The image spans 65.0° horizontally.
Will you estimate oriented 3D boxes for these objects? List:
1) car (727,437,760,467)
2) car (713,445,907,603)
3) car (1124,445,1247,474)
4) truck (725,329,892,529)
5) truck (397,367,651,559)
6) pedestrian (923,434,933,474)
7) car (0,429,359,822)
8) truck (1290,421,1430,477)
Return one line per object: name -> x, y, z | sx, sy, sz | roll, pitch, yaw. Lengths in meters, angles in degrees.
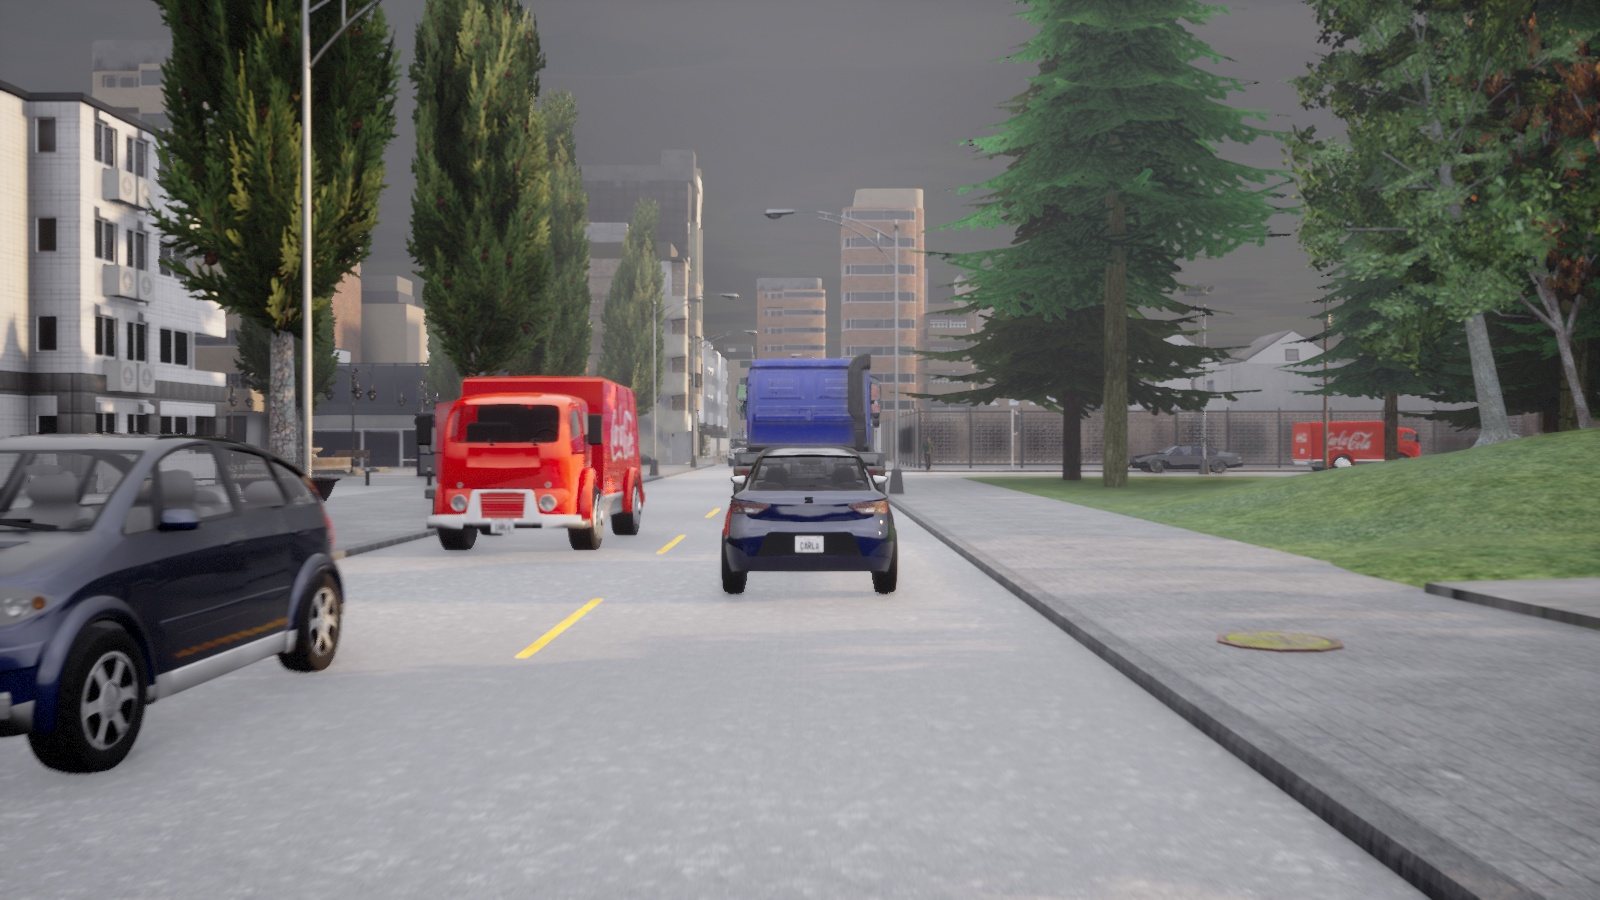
car -> -3.568, 0.109, 80.201 | 1.932, 1.855, 4.605 | 0, 0, 0
car -> 0.102, 0.682, 13.857 | 1.816, 1.474, 4.193 | 0, 0, 0
car -> 18.809, 0.464, 61.435 | 5.357, 1.411, 2.033 | 0, 0, -1
truck -> 0.179, -0.380, 25.690 | 2.891, 3.462, 7.936 | 0, 0, 0
truck -> -3.868, 0.151, 18.801 | 2.627, 2.467, 5.204 | 0, 0, 0
pedestrian -> 6.271, 0.187, 61.394 | 0.423, 1.949, 0.788 | 0, 0, 0
car -> -3.943, 0.684, 6.808 | 1.789, 1.549, 3.705 | 0, 0, 0
truck -> 25.507, -0.037, 57.359 | 5.204, 2.467, 2.627 | 0, 0, 0
